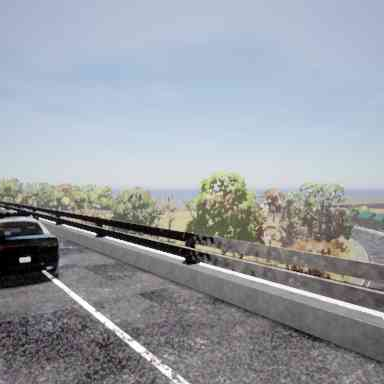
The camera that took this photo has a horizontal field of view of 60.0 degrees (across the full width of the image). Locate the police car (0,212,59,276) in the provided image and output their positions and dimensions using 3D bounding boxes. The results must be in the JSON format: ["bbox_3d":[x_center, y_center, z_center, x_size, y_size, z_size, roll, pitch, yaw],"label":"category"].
[{"bbox_3d":[-5.543,1.424,10.057,1.930,1.638,5.238,0,0,-37],"label":"police car"}]
